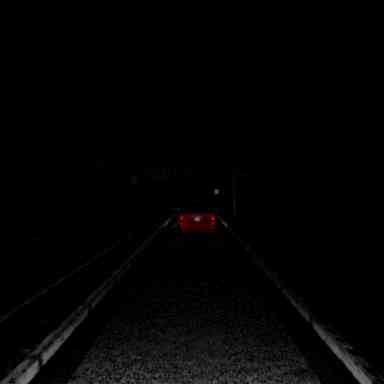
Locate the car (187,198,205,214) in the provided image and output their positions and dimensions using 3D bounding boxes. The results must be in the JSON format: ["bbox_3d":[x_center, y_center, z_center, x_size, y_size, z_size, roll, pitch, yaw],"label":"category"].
[{"bbox_3d":[0.376,1.503,36.718,1.882,1.535,5.008,0,0,0],"label":"car"}]

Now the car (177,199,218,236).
[{"bbox_3d":[0.290,1.366,18.620,2.097,1.767,4.553,0,0,1],"label":"car"}]
